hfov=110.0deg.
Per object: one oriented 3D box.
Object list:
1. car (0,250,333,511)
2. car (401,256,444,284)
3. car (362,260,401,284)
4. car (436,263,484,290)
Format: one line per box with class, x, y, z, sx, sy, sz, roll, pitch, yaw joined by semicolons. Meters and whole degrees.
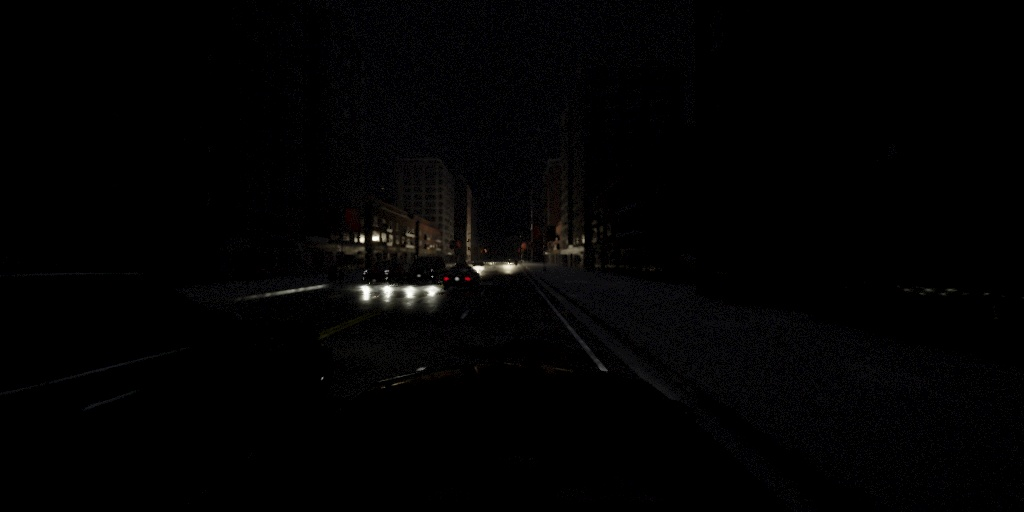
car;-3.172;0.974;1.826;2.150;2.045;5.566;0;0;0
car;-6.595;1.055;28.179;2.150;2.045;5.566;0;0;0
car;-9.844;1.184;27.880;2.097;1.767;4.553;0;0;0
car;-3.151;1.364;23.020;2.033;1.411;5.357;0;0;0
